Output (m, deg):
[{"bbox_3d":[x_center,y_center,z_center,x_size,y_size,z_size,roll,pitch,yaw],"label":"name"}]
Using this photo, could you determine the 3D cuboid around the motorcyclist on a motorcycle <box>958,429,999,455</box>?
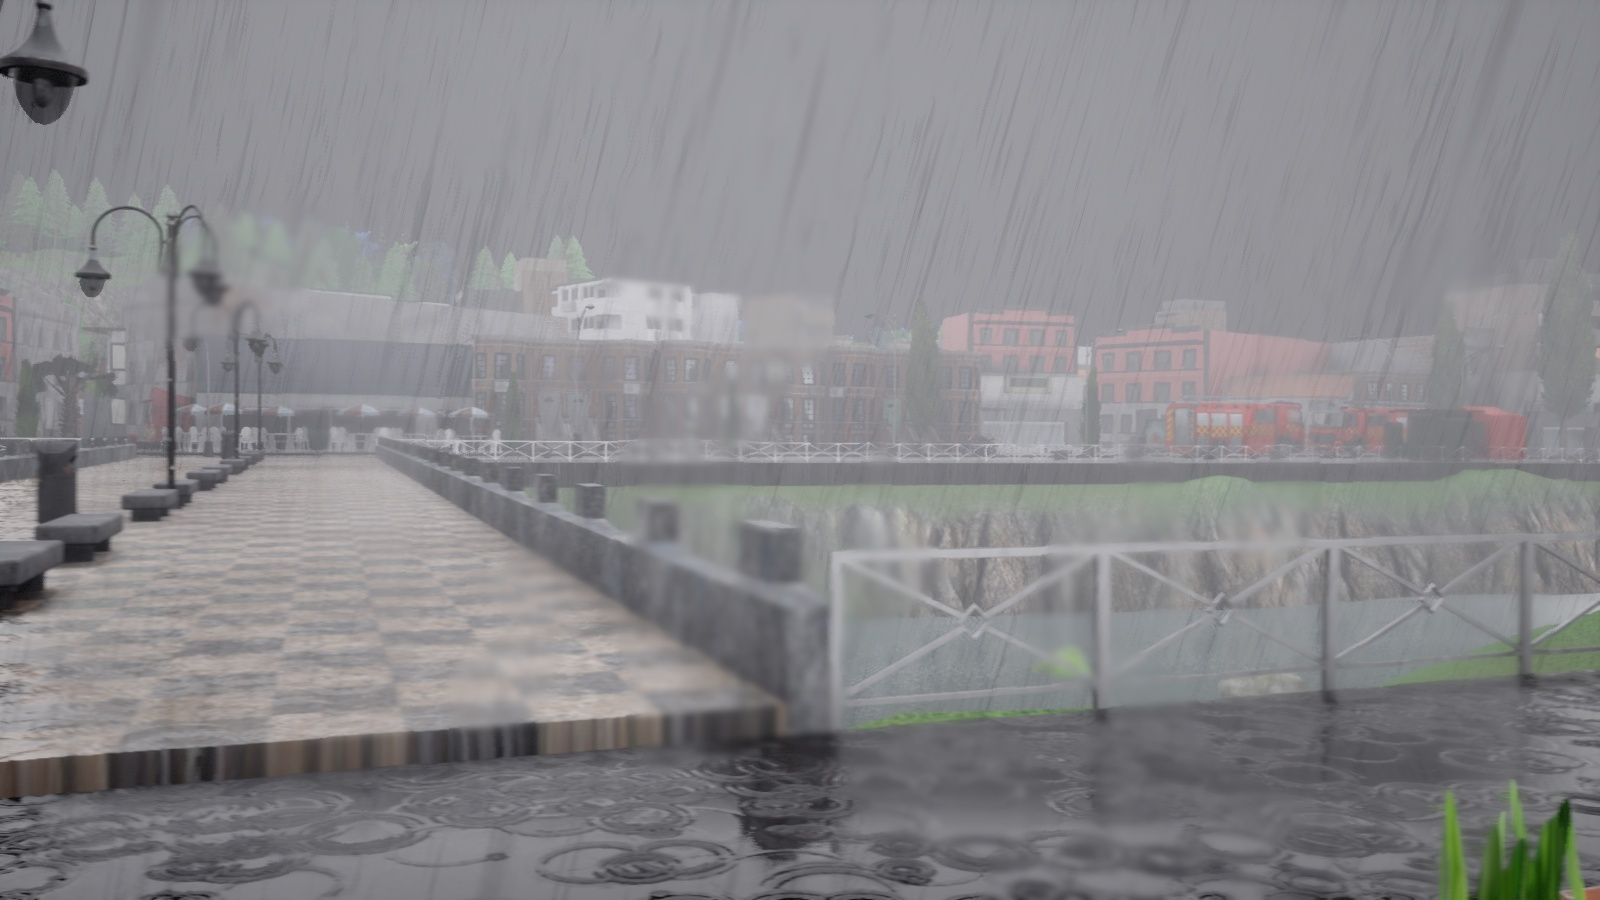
[{"bbox_3d":[10.476,-0.480,73.735,2.191,1.530,0.866,-1,1,-21],"label":"motorcyclist on a motorcycle"}]

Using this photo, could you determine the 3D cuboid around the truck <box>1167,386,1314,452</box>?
[{"bbox_3d":[26.519,-1.883,75.539,8.468,3.827,2.891,-1,1,-21],"label":"truck"}]

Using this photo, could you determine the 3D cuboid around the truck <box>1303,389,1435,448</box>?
[{"bbox_3d":[38.187,-2.151,84.250,8.468,3.827,2.891,-1,1,-21],"label":"truck"}]
